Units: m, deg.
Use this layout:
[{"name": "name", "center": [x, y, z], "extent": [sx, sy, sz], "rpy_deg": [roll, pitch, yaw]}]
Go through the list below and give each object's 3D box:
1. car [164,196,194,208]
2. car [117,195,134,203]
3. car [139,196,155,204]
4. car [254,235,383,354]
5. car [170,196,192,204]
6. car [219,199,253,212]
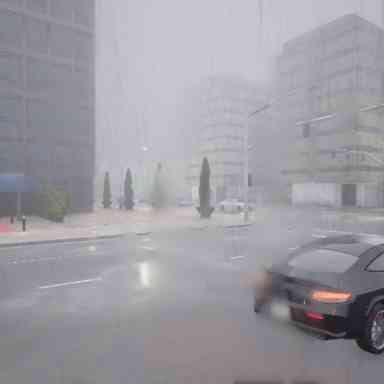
[{"name": "car", "center": [-1.739, 1.601, 49.231], "extent": [1.895, 1.301, 4.718], "rpy_deg": [0, 0, -35]}, {"name": "car", "center": [-13.170, 1.351, 65.700], "extent": [2.097, 1.767, 4.553], "rpy_deg": [0, 0, -35]}, {"name": "car", "center": [-8.788, 1.564, 65.722], "extent": [1.994, 1.385, 4.181], "rpy_deg": [0, 0, -35]}, {"name": "car", "center": [3.149, 1.526, 6.066], "extent": [4.674, 1.442, 1.812], "rpy_deg": [0, 0, -35]}, {"name": "car", "center": [-2.060, 1.526, 62.221], "extent": [1.812, 1.442, 4.674], "rpy_deg": [0, 0, -35]}, {"name": "car", "center": [5.132, 1.526, 39.432], "extent": [1.812, 1.442, 4.674], "rpy_deg": [0, 0, -35]}]
